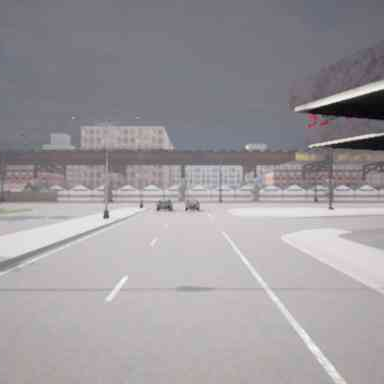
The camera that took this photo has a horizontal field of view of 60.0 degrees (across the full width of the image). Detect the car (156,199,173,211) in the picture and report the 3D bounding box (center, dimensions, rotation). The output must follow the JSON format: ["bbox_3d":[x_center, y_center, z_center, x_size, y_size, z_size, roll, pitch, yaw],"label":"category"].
[{"bbox_3d":[-3.392,1.593,41.572,2.128,1.511,4.902,0,0,0],"label":"car"}]

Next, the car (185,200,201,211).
[{"bbox_3d":[0.102,1.648,41.490,2.033,1.411,5.357,0,0,1],"label":"car"}]
